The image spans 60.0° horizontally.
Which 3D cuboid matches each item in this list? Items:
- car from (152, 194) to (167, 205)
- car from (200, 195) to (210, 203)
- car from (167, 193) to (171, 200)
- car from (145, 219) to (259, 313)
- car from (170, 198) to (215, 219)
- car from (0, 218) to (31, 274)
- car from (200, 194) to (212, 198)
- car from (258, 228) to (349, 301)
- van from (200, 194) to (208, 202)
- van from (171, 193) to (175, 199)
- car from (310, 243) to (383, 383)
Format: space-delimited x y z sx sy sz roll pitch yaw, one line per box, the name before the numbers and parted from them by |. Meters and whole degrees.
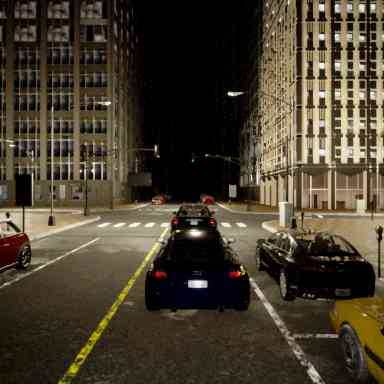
car | -5.813 1.388 57.358 1.967 1.590 4.097 0 0 0
car | 2.657 1.363 68.729 1.967 1.590 4.097 0 0 0
car | -5.749 1.251 63.044 2.192 1.841 5.009 0 0 0
car | 0.098 1.563 7.757 1.994 1.385 4.181 0 0 0
car | 0.090 1.346 16.420 2.097 1.767 4.553 0 0 0
car | -5.693 1.439 8.095 1.967 1.590 4.097 0 0 0
car | 2.758 1.388 57.361 1.967 1.590 4.097 0 0 0
car | 2.687 1.549 8.101 2.008 1.369 4.403 0 0 0
van | 2.655 1.250 74.414 1.690 1.788 3.998 0 0 0
van | -5.729 1.236 80.099 1.690 1.788 3.998 0 0 0
car | 2.690 1.525 2.603 1.752 1.417 4.829 0 0 0
